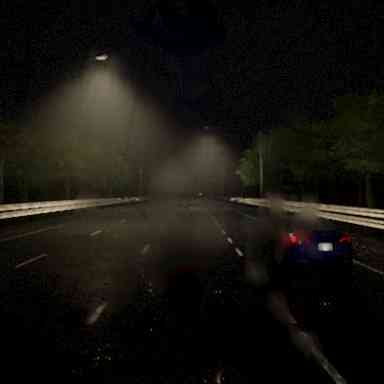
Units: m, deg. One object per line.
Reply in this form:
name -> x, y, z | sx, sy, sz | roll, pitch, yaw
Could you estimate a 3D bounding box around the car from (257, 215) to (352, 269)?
car -> 3.518, 1.493, 11.132 | 2.163, 1.488, 4.792 | 0, 0, 0
